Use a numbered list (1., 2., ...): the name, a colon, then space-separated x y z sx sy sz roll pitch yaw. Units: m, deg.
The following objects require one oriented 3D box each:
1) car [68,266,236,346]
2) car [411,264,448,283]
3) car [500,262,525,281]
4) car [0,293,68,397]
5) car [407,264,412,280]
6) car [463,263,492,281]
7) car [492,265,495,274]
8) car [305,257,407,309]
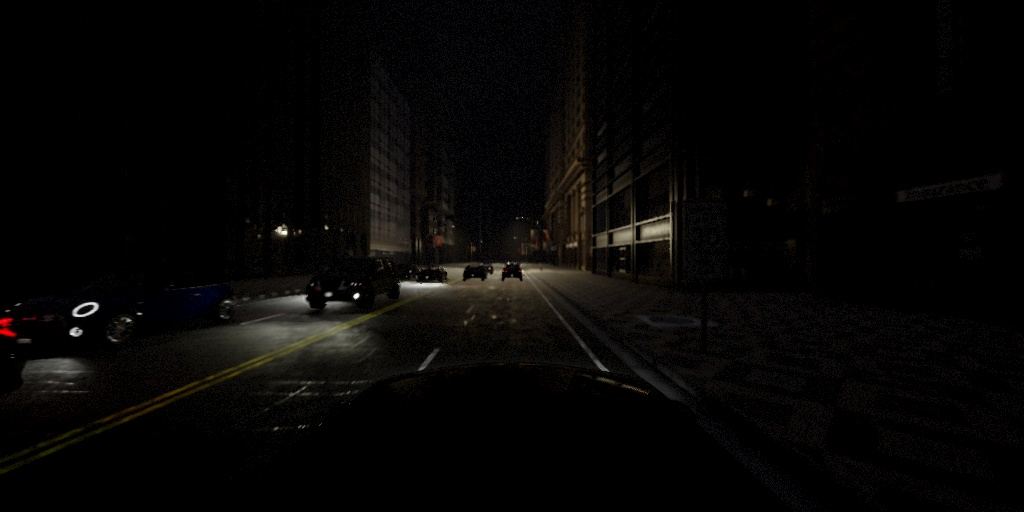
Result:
1. car: -9.844 1.144 9.490 2.097 1.767 4.553 0 0 0
2. car: -6.550 1.459 29.742 1.994 1.385 4.181 0 0 0
3. car: 0.017 1.434 32.478 1.812 1.442 4.674 0 0 0
4. car: -6.594 0.972 1.638 2.150 2.045 5.566 0 0 0
5. car: -9.741 1.458 32.894 1.837 1.490 4.892 0 0 0
6. car: -3.233 1.397 32.106 2.128 1.511 4.902 0 0 0
7. car: -3.212 1.514 44.347 2.033 1.411 5.357 0 0 0
8. car: -6.588 1.046 15.655 2.150 2.045 5.566 0 0 0
